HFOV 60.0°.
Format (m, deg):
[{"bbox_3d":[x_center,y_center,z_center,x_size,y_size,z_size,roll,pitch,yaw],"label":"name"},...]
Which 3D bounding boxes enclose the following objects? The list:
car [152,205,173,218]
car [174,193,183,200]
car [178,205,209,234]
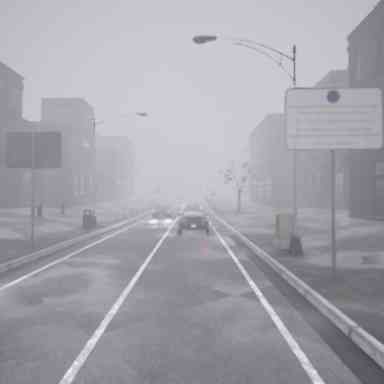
[{"bbox_3d":[-3.096,2.044,35.079,1.895,1.301,4.718,0,-1,0],"label":"car"},{"bbox_3d":[-3.006,1.017,75.700,2.033,1.411,5.357,0,3,0],"label":"car"},{"bbox_3d":[0.098,1.748,20.674,1.812,1.442,4.674,0,-1,0],"label":"car"}]
